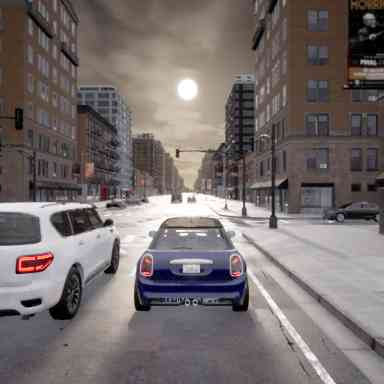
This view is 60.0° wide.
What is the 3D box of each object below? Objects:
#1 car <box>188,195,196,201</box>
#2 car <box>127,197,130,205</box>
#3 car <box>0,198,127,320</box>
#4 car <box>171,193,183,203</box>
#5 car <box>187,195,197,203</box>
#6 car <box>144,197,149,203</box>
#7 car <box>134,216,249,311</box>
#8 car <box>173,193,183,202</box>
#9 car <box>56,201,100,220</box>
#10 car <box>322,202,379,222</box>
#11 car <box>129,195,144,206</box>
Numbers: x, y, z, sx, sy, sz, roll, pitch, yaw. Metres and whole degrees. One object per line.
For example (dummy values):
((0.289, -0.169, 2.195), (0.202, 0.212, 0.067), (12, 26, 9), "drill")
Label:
((-0.096, 1.453, 79.740), (1.895, 1.301, 4.718), (0, 0, 0), "car")
((-9.903, 1.599, 43.552), (1.895, 1.301, 4.718), (0, 0, 0), "car")
((-3.157, 1.223, 7.450), (2.150, 2.045, 5.566), (0, 0, 0), "car")
((-3.247, 1.211, 70.035), (2.150, 2.045, 5.566), (0, 0, 0), "car")
((-0.083, 1.482, 69.291), (2.128, 1.511, 4.902), (0, 0, 0), "car")
((-9.847, 1.592, 67.372), (1.895, 1.301, 4.718), (0, 0, 0), "car")
((-0.002, 1.352, 7.907), (2.097, 1.767, 4.553), (0, 0, 0), "car")
((-3.346, 1.212, 80.426), (2.150, 2.045, 5.566), (0, 0, 0), "car")
((-9.884, 1.562, 29.414), (2.033, 1.411, 5.357), (0, 0, 0), "car")
((12.691, 1.545, 25.943), (4.892, 1.490, 1.837), (0, 0, 2), "car")
((-9.903, 1.346, 56.099), (2.097, 1.767, 4.553), (0, 0, 0), "car")
